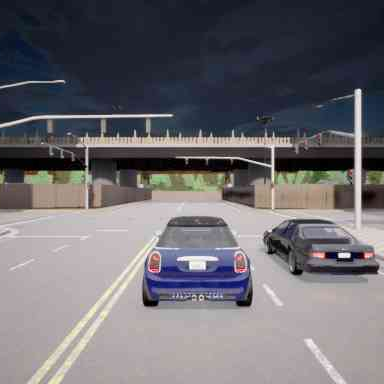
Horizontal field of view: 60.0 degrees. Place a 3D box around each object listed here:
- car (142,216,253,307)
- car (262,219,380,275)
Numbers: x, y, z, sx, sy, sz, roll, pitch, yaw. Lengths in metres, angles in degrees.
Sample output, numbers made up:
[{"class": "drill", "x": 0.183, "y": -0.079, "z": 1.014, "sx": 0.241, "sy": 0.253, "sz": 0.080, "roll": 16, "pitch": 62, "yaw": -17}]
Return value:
[{"class": "car", "x": 0.104, "y": 1.352, "z": 8.159, "sx": 2.097, "sy": 1.767, "sz": 4.553, "roll": 0, "pitch": 0, "yaw": 0}, {"class": "car", "x": 3.605, "y": 1.547, "z": 10.378, "sx": 2.033, "sy": 1.411, "sz": 5.357, "roll": 0, "pitch": 0, "yaw": 0}]
